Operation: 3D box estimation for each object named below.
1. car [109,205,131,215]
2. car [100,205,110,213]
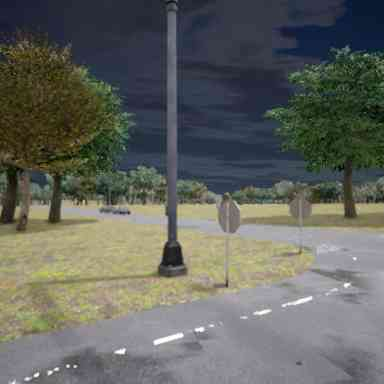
[{"bbox_3d":[-11.856,3.096,55.800,1.994,1.385,4.181,2,-2,-32],"label":"car"},{"bbox_3d":[-15.634,3.150,61.596,2.128,1.511,4.902,2,-2,-33],"label":"car"}]
